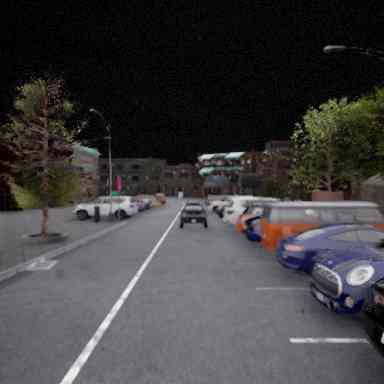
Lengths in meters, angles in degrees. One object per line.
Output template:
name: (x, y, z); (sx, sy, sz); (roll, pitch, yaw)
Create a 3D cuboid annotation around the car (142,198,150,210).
car: (-7.654, 1.763, 38.576); (4.674, 1.452, 2.002); (0, 0, 0)

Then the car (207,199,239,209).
car: (4.683, 1.840, 51.055); (4.674, 1.452, 2.002); (0, 0, 0)

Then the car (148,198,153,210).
car: (-7.684, 1.770, 41.515); (4.792, 1.488, 2.163); (0, 0, 0)

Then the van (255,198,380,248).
van: (4.774, 1.330, 11.945); (4.442, 1.987, 1.878); (0, 0, 0)

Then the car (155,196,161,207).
car: (-7.835, 1.793, 50.329); (5.366, 1.575, 1.946); (0, 0, 0)

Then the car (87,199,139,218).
car: (-7.629, 1.559, 32.576); (4.553, 1.767, 2.185); (0, 0, 0)

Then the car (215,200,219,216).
car: (4.637, 1.690, 28.707); (4.792, 1.488, 2.163); (0, 0, 0)

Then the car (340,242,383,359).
car: (4.648, 1.504, 3.688); (5.008, 1.535, 2.097); (0, 0, 0)

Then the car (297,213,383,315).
car: (4.685, 1.395, 6.359); (4.553, 1.767, 2.185); (0, 0, 0)

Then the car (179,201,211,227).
car: (0.114, 1.653, 23.824); (1.837, 1.490, 4.892); (0, -1, 0)

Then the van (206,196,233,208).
van: (4.567, 1.604, 56.640); (4.442, 1.987, 1.878); (0, 0, 0)

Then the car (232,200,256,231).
car: (4.630, 1.465, 17.532); (4.553, 1.767, 2.185); (0, 0, 0)

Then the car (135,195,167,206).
car: (-7.615, 1.543, 61.984); (5.566, 2.045, 2.435); (0, 0, 0)

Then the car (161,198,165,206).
car: (-7.463, 1.811, 53.269); (5.366, 1.575, 1.946); (0, 0, 0)

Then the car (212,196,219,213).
car: (4.702, 1.571, 34.418); (4.553, 1.767, 2.185); (0, 0, 0)

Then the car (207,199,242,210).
car: (4.673, 1.785, 48.385); (4.892, 1.521, 2.231); (0, 0, 0)

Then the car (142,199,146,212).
car: (-7.656, 1.743, 35.514); (4.674, 1.452, 2.002); (0, 0, 0)

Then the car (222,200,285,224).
car: (4.697, 1.517, 25.912); (4.553, 1.767, 2.185); (0, 0, 0)

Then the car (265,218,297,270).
car: (4.654, 1.578, 9.150); (4.674, 1.452, 2.002); (0, 0, 0)

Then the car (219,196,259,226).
car: (4.690, 1.357, 20.327); (5.566, 2.045, 2.435); (0, 0, 0)

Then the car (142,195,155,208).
car: (-7.684, 1.634, 44.455); (4.553, 1.767, 2.185); (0, 0, 0)

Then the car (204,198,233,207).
car: (4.679, 1.821, 59.448); (4.892, 1.521, 2.231); (0, 1, 0)

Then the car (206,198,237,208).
car: (4.689, 1.819, 53.845); (4.892, 1.521, 2.231); (0, 0, 0)

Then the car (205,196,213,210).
car: (4.646, 1.479, 39.881); (5.566, 2.045, 2.435); (0, 0, 0)

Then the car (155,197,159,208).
car: (-7.658, 1.778, 47.266); (4.892, 1.521, 2.231); (0, 0, 0)

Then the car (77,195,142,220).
car: (-7.690, 1.416, 29.764); (5.566, 2.045, 2.435); (0, 0, 0)

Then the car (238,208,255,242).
car: (4.688, 1.603, 14.739); (4.792, 1.488, 2.163); (0, 0, 0)
